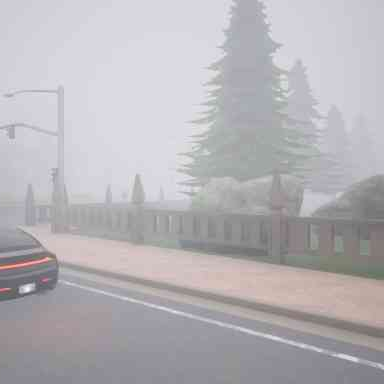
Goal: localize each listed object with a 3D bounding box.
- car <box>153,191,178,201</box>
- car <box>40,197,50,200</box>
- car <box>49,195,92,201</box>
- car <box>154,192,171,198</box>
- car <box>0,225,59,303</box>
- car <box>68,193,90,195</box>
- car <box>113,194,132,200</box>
[{"bbox_3d":[-5.370,0.782,67.895,2.033,1.411,5.357,0,4,36],"label":"car"},{"bbox_3d":[-21.997,1.504,50.712,1.837,1.490,4.892,0,0,36],"label":"car"},{"bbox_3d":[-16.721,1.525,46.060,1.812,1.442,4.674,0,0,36],"label":"car"},{"bbox_3d":[-4.688,1.059,62.870,1.994,1.385,4.181,0,4,36],"label":"car"},{"bbox_3d":[-4.960,1.505,7.473,4.892,1.490,1.837,0,0,36],"label":"car"},{"bbox_3d":[-17.860,1.223,50.482,2.150,2.045,5.566,0,0,36],"label":"car"},{"bbox_3d":[-12.930,1.234,63.388,1.837,1.490,4.892,0,3,36],"label":"car"}]
